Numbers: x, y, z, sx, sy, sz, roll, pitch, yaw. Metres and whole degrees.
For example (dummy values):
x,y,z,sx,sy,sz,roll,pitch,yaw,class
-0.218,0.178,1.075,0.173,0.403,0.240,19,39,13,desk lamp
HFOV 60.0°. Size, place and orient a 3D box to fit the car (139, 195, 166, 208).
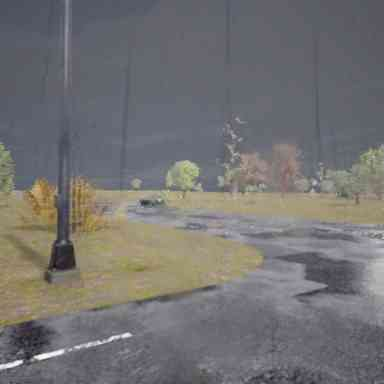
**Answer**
x,y,z,sx,sy,sz,roll,pitch,yaw,class
-5.403,1.152,44.717,2.097,1.767,4.553,0,1,-35,car
